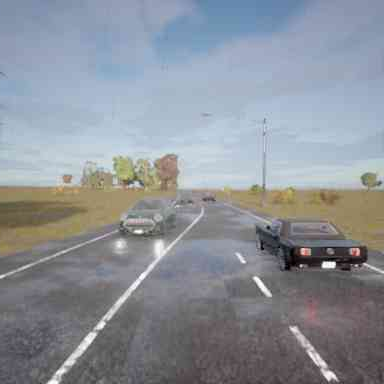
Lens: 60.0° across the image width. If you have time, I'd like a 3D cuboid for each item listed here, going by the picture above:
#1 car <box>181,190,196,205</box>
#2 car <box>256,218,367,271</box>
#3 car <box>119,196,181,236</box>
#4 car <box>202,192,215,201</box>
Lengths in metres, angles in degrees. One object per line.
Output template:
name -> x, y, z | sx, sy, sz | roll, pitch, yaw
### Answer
car -> -0.713, 0.861, 42.594 | 1.837, 1.490, 4.892 | 0, 1, -1
car -> 3.293, 1.450, 10.295 | 1.895, 1.301, 4.718 | 0, 1, -1
car -> -2.062, 1.094, 16.594 | 2.097, 1.767, 4.553 | 0, 1, 6
car -> 2.629, 0.743, 53.415 | 2.033, 1.411, 5.357 | 0, 1, -1
